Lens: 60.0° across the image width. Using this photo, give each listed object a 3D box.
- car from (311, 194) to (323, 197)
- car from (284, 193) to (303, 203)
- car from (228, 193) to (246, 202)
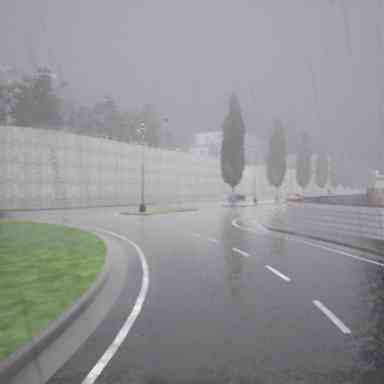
[{"bbox_3d":[20.299,1.159,53.710,1.837,1.490,4.892,1,1,34],"label":"car"},{"bbox_3d":[16.910,0.981,54.949,2.097,1.767,4.553,1,1,34],"label":"car"},{"bbox_3d":[8.495,1.030,63.027,2.128,1.511,4.902,1,1,34],"label":"car"}]
